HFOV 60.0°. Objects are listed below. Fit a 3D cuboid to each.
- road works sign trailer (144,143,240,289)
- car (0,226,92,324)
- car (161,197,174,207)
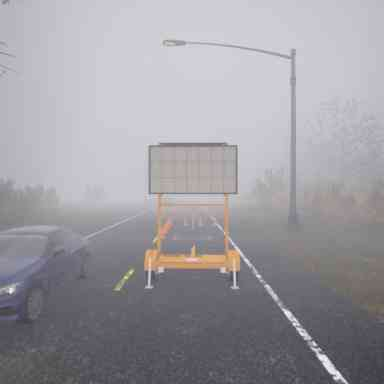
[{"bbox_3d":[0.031,0.460,9.138,2.380,3.560,2.880,0,0,1],"label":"road works sign trailer"},{"bbox_3d":[-3.577,1.522,7.257,1.812,1.442,4.674,0,0,0],"label":"car"},{"bbox_3d":[-3.648,1.453,49.668,1.882,1.535,5.008,0,0,0],"label":"car"}]
